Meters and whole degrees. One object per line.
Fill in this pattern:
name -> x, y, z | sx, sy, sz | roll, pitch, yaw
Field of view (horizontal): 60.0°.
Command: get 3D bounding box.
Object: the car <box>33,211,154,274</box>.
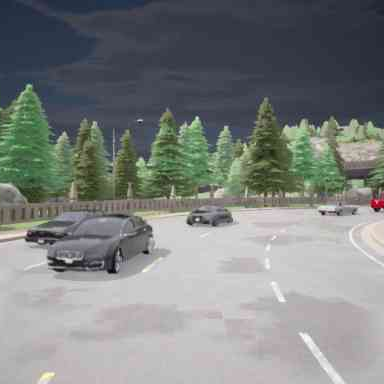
car -> -2.643, 1.508, 10.732 | 1.837, 1.490, 4.892 | 0, 0, 11

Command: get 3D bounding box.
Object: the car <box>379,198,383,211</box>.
car -> 21.455, 1.555, 33.155 | 5.357, 1.411, 2.033 | 0, 0, -29

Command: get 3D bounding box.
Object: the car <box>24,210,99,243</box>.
car -> -5.191, 1.551, 15.594 | 2.033, 1.411, 5.357 | 0, 0, 16

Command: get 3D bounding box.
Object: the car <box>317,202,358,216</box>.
car -> 14.419, 1.609, 32.716 | 4.718, 1.301, 1.895 | 0, 0, -39

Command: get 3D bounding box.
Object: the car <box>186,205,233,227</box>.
car -> 1.246, 1.570, 22.680 | 1.994, 1.385, 4.181 | 0, 0, 27

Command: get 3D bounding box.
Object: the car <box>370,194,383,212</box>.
car -> 22.936, 1.230, 37.804 | 5.566, 2.045, 2.150 | 0, 0, -22
